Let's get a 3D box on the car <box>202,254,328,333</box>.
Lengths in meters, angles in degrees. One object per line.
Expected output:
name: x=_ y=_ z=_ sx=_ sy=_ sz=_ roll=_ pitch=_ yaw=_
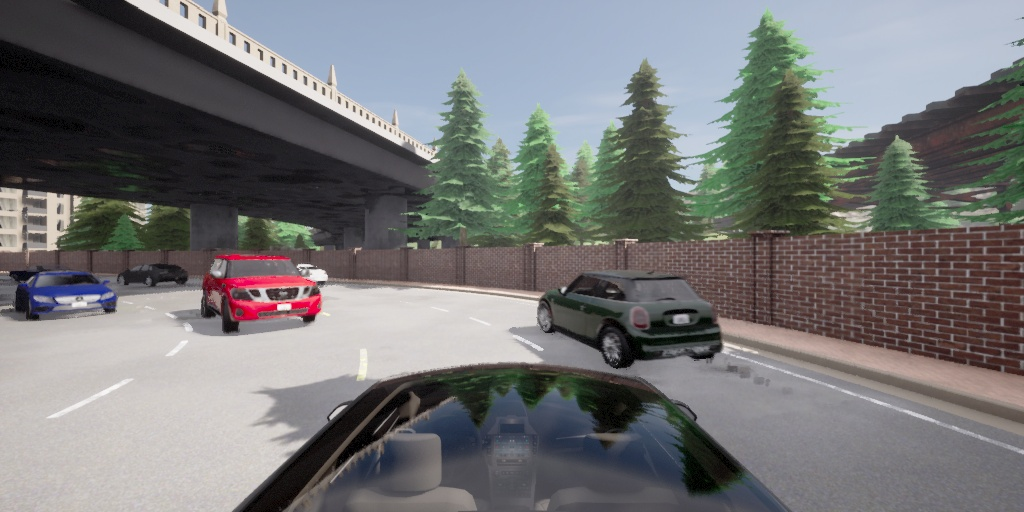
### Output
car: x=-7.937 y=0.971 z=11.159 sx=5.566 sy=2.045 sz=2.150 roll=0 pitch=-1 yaw=42

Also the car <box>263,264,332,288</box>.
car: x=-14.416 y=1.275 z=24.084 sx=4.674 sy=1.442 sz=1.812 roll=0 pitch=0 yaw=28

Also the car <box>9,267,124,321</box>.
car: x=-15.646 y=1.276 z=12.539 sx=4.674 sy=1.442 sz=1.812 roll=0 pitch=0 yaw=31

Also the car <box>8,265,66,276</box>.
car: x=-36.182 y=1.351 z=27.752 sx=4.718 sy=1.301 sz=1.895 roll=0 pitch=0 yaw=14

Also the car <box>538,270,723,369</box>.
car: x=2.241 y=1.102 z=8.164 sx=2.097 sy=1.767 sz=4.553 roll=0 pitch=0 yaw=-18

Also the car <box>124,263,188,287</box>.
car: x=-24.358 y=1.253 z=24.322 sx=4.892 sy=1.490 sz=1.837 roll=0 pitch=0 yaw=18
